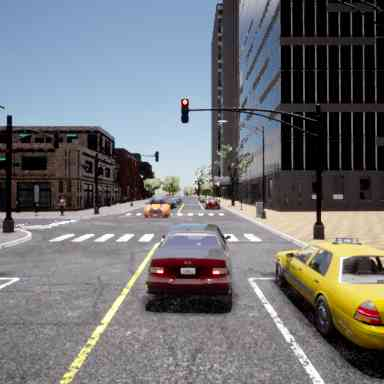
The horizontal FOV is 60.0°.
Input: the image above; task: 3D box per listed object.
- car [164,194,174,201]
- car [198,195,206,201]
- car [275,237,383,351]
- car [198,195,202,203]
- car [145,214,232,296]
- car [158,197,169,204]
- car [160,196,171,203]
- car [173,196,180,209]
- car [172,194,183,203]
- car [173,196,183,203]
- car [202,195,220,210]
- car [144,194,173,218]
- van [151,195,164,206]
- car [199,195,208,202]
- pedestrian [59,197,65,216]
[{"bbox_3d":[-5.697,1.346,82.915,2.192,1.841,5.009,1,0,0],"label":"car"},{"bbox_3d":[2.679,1.578,88.441,1.887,1.381,4.507,1,0,0],"label":"car"},{"bbox_3d":[2.837,1.527,6.384,1.752,1.417,4.829,1,0,0],"label":"car"},{"bbox_3d":[2.683,1.552,72.007,1.752,1.417,4.829,1,0,0],"label":"car"},{"bbox_3d":[0.073,1.550,8.835,2.033,1.411,5.357,0,0,3],"label":"car"},{"bbox_3d":[-5.697,1.606,66.312,1.802,1.307,4.206,1,0,0],"label":"car"},{"bbox_3d":[-5.698,1.593,71.847,1.947,1.339,4.313,1,0,0],"label":"car"},{"bbox_3d":[-3.108,1.617,45.892,1.895,1.301,4.718,0,0,0],"label":"car"},{"bbox_3d":[-3.091,1.513,59.302,2.128,1.511,4.902,0,0,0],"label":"car"},{"bbox_3d":[-3.019,1.562,71.764,2.033,1.411,5.357,0,0,0],"label":"car"},{"bbox_3d":[2.691,1.455,44.162,1.967,1.590,4.097,1,0,0],"label":"car"},{"bbox_3d":[-3.108,1.361,30.307,2.097,1.767,4.553,0,0,0],"label":"car"},{"bbox_3d":[-5.690,1.361,55.244,1.690,1.788,3.998,1,0,0],"label":"van"},{"bbox_3d":[2.682,1.554,77.541,1.752,1.417,4.829,1,0,0],"label":"car"},{"bbox_3d":[-12.553,1.368,32.153,0.375,1.860,0.375,0,0,1],"label":"pedestrian"}]
